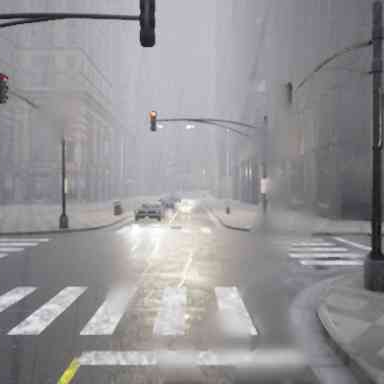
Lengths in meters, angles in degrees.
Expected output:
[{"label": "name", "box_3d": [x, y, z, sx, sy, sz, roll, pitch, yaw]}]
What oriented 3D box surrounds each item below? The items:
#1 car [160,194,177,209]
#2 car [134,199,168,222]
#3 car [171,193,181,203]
[{"label": "car", "box_3d": [-3.103, 1.297, 39.160, 1.994, 1.385, 4.181, 0, 1, -1]}, {"label": "car", "box_3d": [-3.097, 1.429, 25.052, 1.895, 1.301, 4.718, 0, 0, 0]}, {"label": "car", "box_3d": [-3.016, 0.959, 58.548, 2.097, 1.767, 4.553, 0, 0, 0]}]
